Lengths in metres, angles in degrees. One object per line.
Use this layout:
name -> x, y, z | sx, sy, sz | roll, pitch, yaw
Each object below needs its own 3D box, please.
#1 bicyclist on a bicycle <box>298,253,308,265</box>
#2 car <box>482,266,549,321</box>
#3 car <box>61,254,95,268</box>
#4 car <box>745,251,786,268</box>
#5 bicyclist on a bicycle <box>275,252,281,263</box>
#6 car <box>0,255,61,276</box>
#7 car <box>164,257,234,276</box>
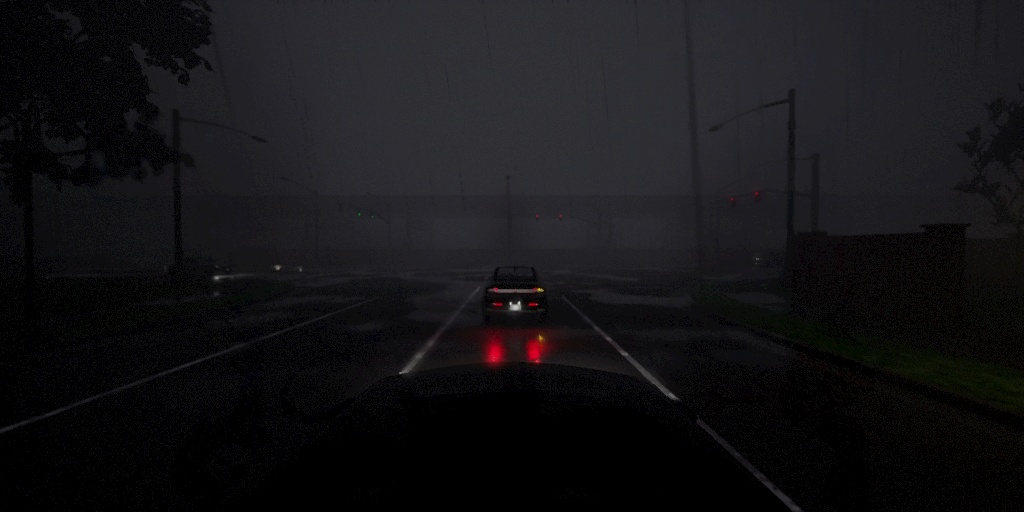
bicyclist on a bicycle -> -27.037, 0.411, 46.331 | 0.582, 1.620, 1.656 | 0, 1, 14
car -> 0.098, 1.066, 11.594 | 2.128, 1.511, 4.902 | 0, 1, 0
car -> -49.747, 0.583, 39.571 | 4.892, 1.490, 1.837 | 0, 1, 2
car -> 27.135, 0.285, 37.575 | 4.553, 1.767, 2.097 | -1, 1, 2
bicyclist on a bicycle -> -31.589, 0.221, 48.418 | 0.582, 1.620, 1.656 | -1, 2, -33
car -> -40.189, 0.764, 28.807 | 4.902, 1.511, 2.128 | 0, 1, 2
car -> -24.686, 0.804, 28.297 | 4.674, 1.442, 1.812 | 0, 1, 2
